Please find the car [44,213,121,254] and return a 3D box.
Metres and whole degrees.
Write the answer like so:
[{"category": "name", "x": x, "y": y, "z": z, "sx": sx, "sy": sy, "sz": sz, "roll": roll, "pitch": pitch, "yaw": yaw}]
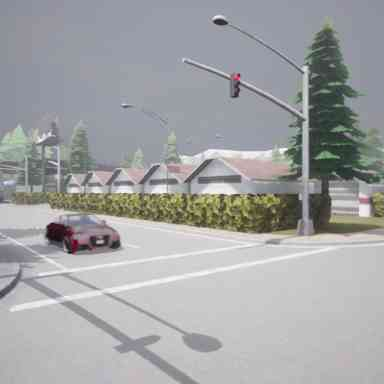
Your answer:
[{"category": "car", "x": -4.561, "y": 1.591, "z": 13.579, "sx": 1.994, "sy": 1.385, "sz": 4.181, "roll": 0, "pitch": 1, "yaw": -39}]
